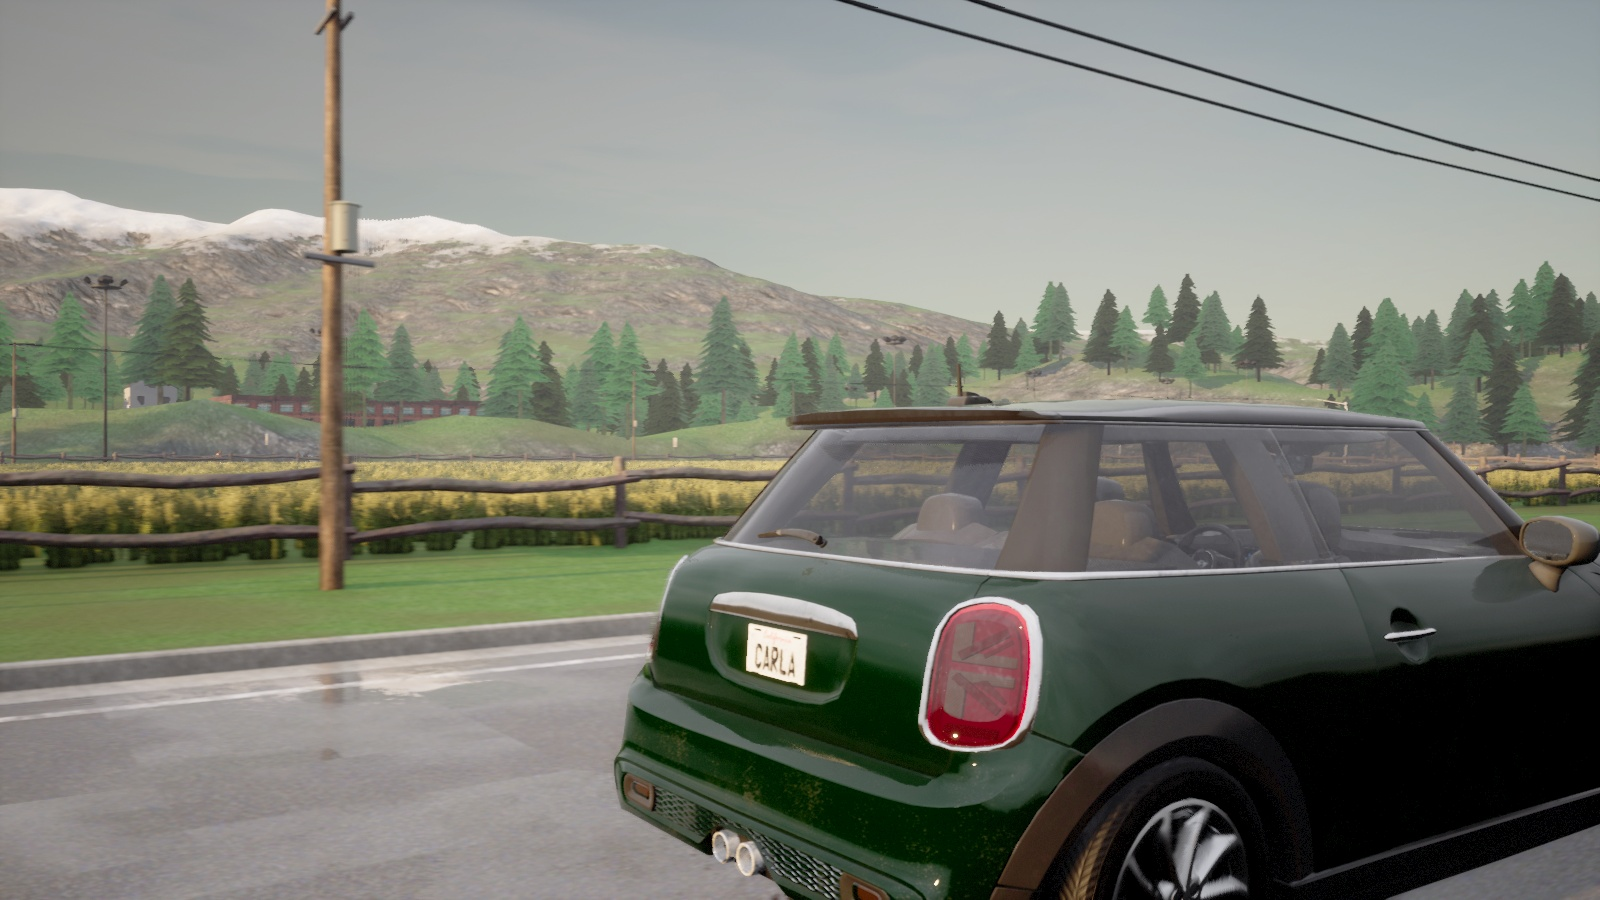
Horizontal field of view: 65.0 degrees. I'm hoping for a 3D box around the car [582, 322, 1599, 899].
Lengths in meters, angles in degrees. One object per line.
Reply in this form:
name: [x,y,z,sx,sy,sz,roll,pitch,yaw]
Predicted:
car: [1.703,0.612,4.844,4.553,1.767,2.097,0,0,-35]
